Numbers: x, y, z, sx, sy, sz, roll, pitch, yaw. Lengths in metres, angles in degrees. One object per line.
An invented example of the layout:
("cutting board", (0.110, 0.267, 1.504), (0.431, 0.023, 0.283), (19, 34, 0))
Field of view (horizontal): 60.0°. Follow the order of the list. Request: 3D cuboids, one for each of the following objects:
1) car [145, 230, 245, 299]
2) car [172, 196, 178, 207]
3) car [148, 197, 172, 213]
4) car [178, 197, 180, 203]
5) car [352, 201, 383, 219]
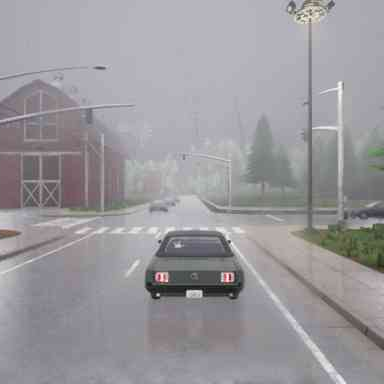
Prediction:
("car", (0.066, 1.601, 8.378), (1.895, 1.301, 4.718), (0, 0, 0))
("car", (-3.597, 1.526, 51.927), (1.812, 1.442, 4.674), (0, 1, 0))
("car", (-3.601, 1.525, 36.684), (1.812, 1.442, 4.674), (0, 0, 0))
("car", (-3.517, 1.561, 67.614), (1.994, 1.385, 4.181), (0, 0, 0))
("car", (15.113, 1.499, 27.170), (4.674, 1.442, 1.812), (0, 0, -1))
